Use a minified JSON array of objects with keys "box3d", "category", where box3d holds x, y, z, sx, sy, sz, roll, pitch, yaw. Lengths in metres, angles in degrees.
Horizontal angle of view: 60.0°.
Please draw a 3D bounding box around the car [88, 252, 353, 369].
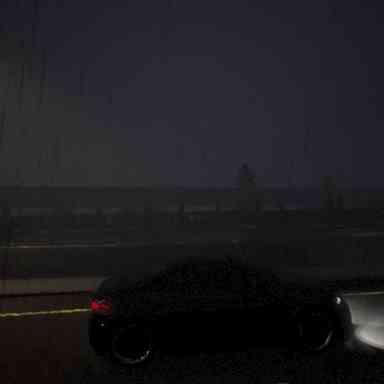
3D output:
[{"box3d":[0.429,1.753,5.659,4.181,1.385,1.994,0,-2,-9],"category":"car"}]
